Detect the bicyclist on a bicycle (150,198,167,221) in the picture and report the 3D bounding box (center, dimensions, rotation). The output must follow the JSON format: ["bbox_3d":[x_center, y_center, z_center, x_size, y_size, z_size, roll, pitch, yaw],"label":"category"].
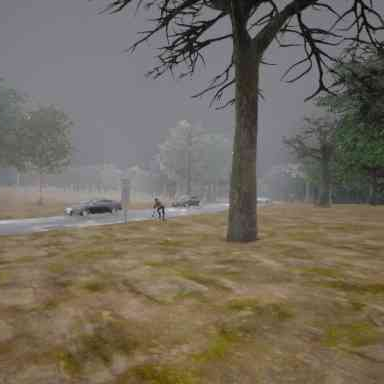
[{"bbox_3d":[-2.451,1.288,24.053,1.656,1.620,0.582,0,0,36],"label":"bicyclist on a bicycle"}]

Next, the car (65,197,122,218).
[{"bbox_3d":[-8.017,1.222,27.380,2.128,1.511,4.902,2,2,36],"label":"car"}]

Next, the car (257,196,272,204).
[{"bbox_3d":[12.178,1.284,55.803,1.895,1.301,4.718,1,0,23],"label":"car"}]

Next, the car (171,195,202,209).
[{"bbox_3d":[-0.541,1.076,38.578,1.837,1.490,4.892,1,1,31],"label":"car"}]
